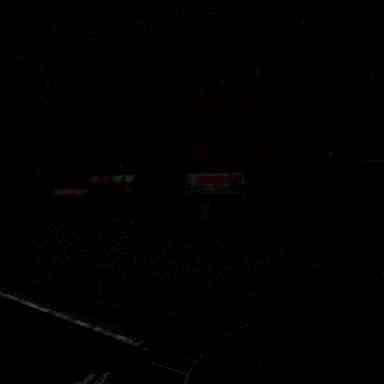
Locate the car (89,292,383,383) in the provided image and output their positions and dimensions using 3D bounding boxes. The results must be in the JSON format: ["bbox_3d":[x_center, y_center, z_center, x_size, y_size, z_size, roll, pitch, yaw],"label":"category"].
[{"bbox_3d":[1.038,1.440,2.064,4.097,1.590,1.967,0,0,36],"label":"car"}]
